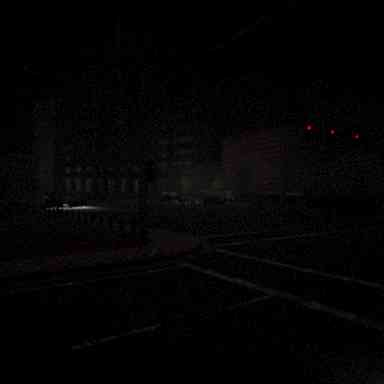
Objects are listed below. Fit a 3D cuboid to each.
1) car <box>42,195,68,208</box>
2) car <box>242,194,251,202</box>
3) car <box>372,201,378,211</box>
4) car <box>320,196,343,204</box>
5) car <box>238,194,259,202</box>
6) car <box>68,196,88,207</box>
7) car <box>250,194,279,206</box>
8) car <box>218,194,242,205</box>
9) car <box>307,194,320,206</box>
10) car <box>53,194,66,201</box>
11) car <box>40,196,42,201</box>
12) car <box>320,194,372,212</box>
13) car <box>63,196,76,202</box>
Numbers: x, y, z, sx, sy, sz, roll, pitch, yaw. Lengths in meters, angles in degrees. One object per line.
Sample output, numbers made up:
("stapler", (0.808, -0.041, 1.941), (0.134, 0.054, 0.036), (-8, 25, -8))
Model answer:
("car", (-20.593, 1.548, 49.775), (1.837, 1.490, 4.892), (0, -1, -35))
("car", (10.502, 1.532, 73.242), (1.784, 1.438, 3.905), (0, 0, -35))
("car", (20.081, 1.286, 40.103), (1.905, 1.878, 3.866), (0, 0, -35))
("car", (28.304, 1.567, 67.390), (1.784, 1.438, 3.905), (0, 0, -35))
("car", (12.662, 1.330, 74.836), (1.932, 1.855, 4.605), (0, 0, -35))
("car", (-17.789, 1.617, 51.870), (1.994, 1.385, 4.181), (0, 0, -35))
("car", (12.177, 1.534, 55.913), (1.970, 1.475, 3.806), (0, 0, -35))
("car", (8.141, 1.554, 71.567), (1.970, 1.475, 3.806), (0, 0, -35))
("car", (25.905, 1.347, 65.766), (1.932, 1.855, 4.605), (0, 0, -35))
("car", (-35.333, 1.424, 88.469), (2.097, 1.767, 4.553), (0, 0, -36))
("car", (-38.193, 1.509, 86.468), (1.812, 1.442, 4.674), (0, 0, -36))
("car", (17.689, 1.273, 38.472), (1.932, 1.855, 4.605), (0, 0, -35))
("car", (-29.534, 1.600, 80.359), (1.812, 1.442, 4.674), (0, 0, -36))
